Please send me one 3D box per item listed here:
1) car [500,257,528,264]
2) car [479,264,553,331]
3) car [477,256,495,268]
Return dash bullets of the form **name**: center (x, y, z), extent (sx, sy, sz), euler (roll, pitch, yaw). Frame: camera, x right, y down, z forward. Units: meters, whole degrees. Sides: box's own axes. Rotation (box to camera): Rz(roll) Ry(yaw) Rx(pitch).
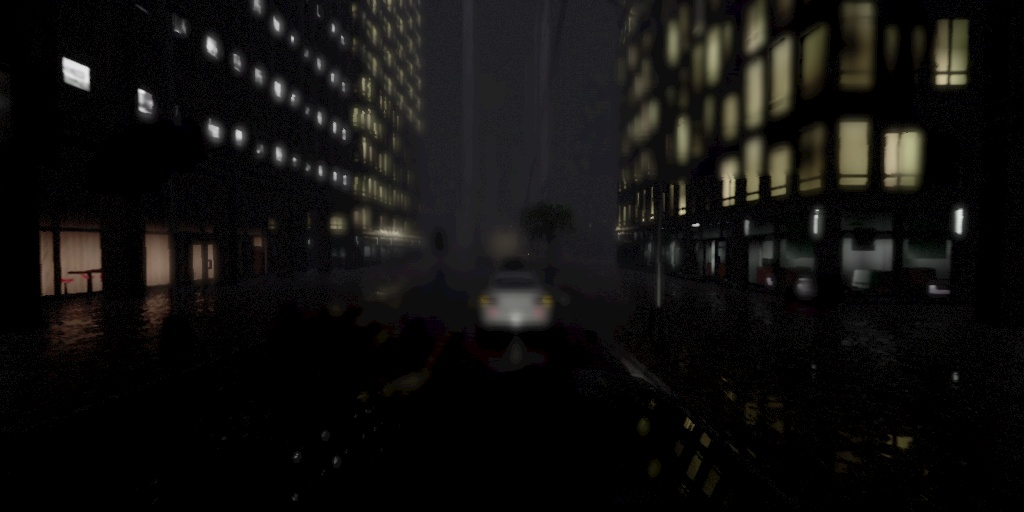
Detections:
- **car**: center (0.145, 0.838, 27.907), extent (1.837, 1.490, 4.892), euler (0, 1, 0)
- **car**: center (0.097, 1.137, 10.310), extent (1.812, 1.442, 4.674), euler (0, 1, 0)
- **car**: center (-3.002, 0.652, 42.727), extent (2.033, 1.411, 5.357), euler (0, 1, 0)
